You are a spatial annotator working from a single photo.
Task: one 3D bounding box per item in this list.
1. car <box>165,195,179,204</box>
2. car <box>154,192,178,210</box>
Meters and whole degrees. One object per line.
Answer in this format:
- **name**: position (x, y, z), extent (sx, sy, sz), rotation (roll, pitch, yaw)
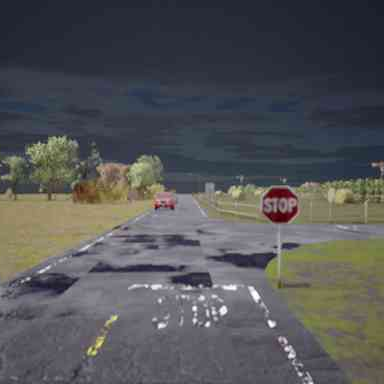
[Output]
- **car**: position (-3.399, 1.239, 57.262), extent (2.128, 1.511, 4.902), rotation (0, 0, 0)
- **car**: position (-3.171, 1.038, 39.018), extent (2.150, 2.045, 5.566), rotation (0, 0, -1)
